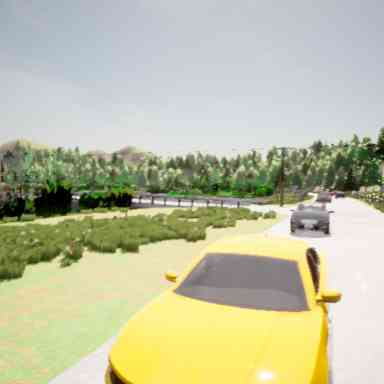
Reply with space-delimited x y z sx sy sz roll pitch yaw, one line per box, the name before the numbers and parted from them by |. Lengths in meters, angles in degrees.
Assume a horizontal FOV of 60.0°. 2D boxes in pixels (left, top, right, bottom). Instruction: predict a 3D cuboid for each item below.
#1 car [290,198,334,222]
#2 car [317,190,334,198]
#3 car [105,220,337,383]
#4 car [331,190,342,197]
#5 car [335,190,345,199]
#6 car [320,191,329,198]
car | 6.363 1.286 17.661 2.128 1.511 4.902 1 1 23
car | 20.272 0.794 50.951 2.097 1.767 4.553 1 1 23
car | 0.858 1.411 4.508 1.882 1.535 5.008 1 1 22
car | 36.671 0.299 84.679 2.097 1.767 4.553 1 1 17
car | 33.449 0.712 75.164 1.837 1.490 4.892 1 1 19
car | 31.374 0.605 78.910 1.882 1.535 5.008 1 1 20
